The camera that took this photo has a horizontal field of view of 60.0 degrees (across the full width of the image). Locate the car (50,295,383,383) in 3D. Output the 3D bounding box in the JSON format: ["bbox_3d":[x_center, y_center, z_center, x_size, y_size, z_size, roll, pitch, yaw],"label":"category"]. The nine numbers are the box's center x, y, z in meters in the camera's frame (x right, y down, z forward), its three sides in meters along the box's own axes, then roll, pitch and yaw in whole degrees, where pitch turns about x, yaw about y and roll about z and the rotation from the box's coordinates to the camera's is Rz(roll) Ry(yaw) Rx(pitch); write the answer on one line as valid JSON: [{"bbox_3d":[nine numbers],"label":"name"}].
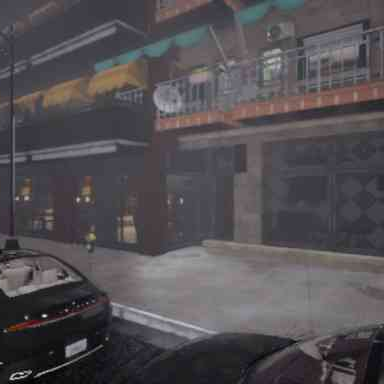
[{"bbox_3d":[1.395,1.550,1.879,4.403,1.369,2.008,0,0,36],"label":"car"}]

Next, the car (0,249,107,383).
[{"bbox_3d":[-3.108,1.560,5.094,4.403,1.369,2.008,0,0,36],"label":"car"}]
